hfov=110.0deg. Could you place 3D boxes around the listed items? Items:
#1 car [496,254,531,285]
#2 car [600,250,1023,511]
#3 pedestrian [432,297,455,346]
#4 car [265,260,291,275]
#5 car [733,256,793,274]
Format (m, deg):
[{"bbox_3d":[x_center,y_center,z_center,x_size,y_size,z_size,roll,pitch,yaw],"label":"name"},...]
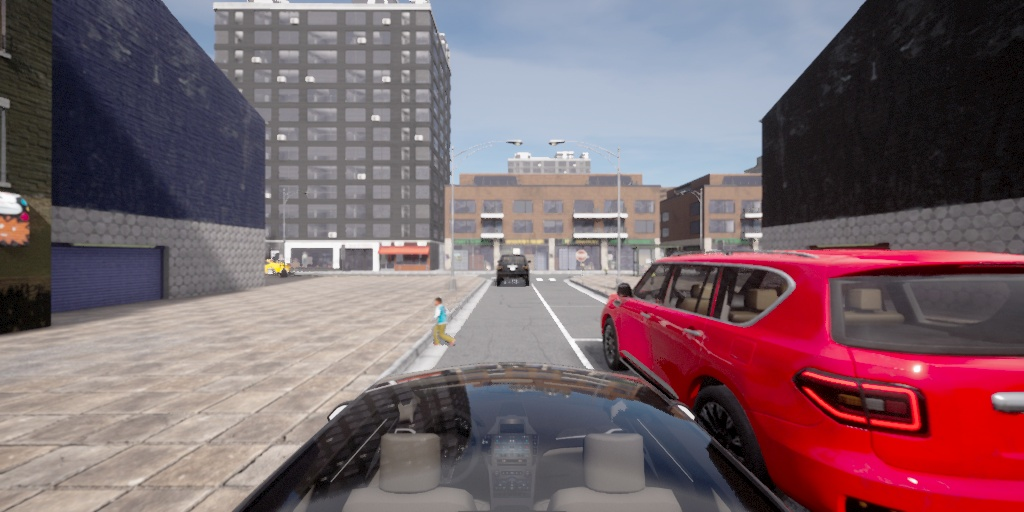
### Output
[{"bbox_3d":[0.142,0.868,24.849,2.150,2.045,5.566,0,0,2],"label":"car"},{"bbox_3d":[2.747,0.962,4.478,2.150,2.045,5.566,0,0,0],"label":"car"},{"bbox_3d":[-1.532,1.395,7.726,0.500,1.100,0.500,0,0,0],"label":"pedestrian"},{"bbox_3d":[-24.830,1.122,35.702,5.008,1.535,1.882,0,0,0],"label":"car"},{"bbox_3d":[25.040,0.909,35.936,4.553,1.767,2.097,0,0,0],"label":"car"}]
